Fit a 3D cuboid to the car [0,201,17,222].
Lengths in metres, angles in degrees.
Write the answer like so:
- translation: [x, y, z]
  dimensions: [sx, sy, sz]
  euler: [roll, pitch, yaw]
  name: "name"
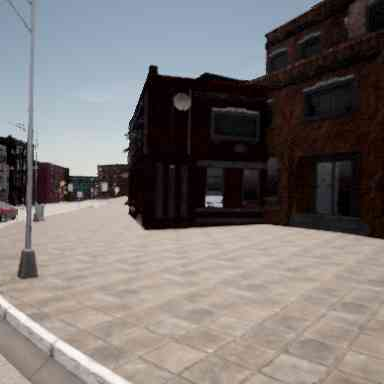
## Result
- translation: [-16.547, 1.537, 28.299]
  dimensions: [2.097, 1.767, 4.553]
  euler: [1, -1, -12]
  name: "car"
